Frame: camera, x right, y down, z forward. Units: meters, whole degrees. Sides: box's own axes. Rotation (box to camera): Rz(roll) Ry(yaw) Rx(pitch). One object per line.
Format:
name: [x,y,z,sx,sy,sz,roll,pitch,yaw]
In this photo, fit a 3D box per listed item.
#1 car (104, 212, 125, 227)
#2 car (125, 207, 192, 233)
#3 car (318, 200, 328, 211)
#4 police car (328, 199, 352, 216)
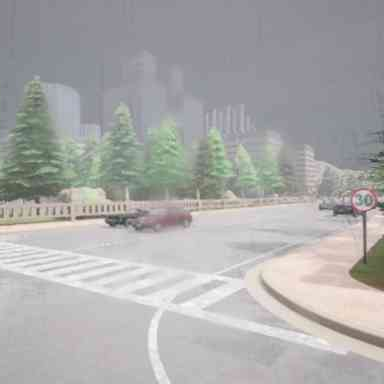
car: [-4.042,1.790,24.111,1.895,1.301,4.718,-1,0,35]
car: [-1.774,1.676,21.255,1.812,1.442,4.674,-1,0,35]
car: [17.444,1.675,42.080,1.994,1.385,4.181,-1,0,35]
police car: [15.358,1.492,32.356,1.930,1.638,5.238,-1,-1,42]
